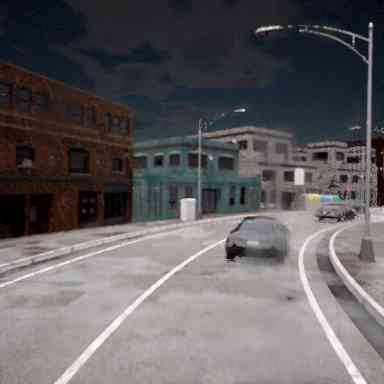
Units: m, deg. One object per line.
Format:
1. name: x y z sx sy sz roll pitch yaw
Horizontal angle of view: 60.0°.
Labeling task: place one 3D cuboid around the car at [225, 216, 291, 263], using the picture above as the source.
1. car: 2.569 1.585 12.359 1.994 1.385 4.181 1 0 18

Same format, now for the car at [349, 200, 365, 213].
1. car: 18.347 1.708 38.556 4.892 1.490 1.837 1 1 -40

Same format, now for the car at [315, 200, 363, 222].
1. car: 12.168 1.696 27.881 2.033 1.411 5.357 2 1 44
